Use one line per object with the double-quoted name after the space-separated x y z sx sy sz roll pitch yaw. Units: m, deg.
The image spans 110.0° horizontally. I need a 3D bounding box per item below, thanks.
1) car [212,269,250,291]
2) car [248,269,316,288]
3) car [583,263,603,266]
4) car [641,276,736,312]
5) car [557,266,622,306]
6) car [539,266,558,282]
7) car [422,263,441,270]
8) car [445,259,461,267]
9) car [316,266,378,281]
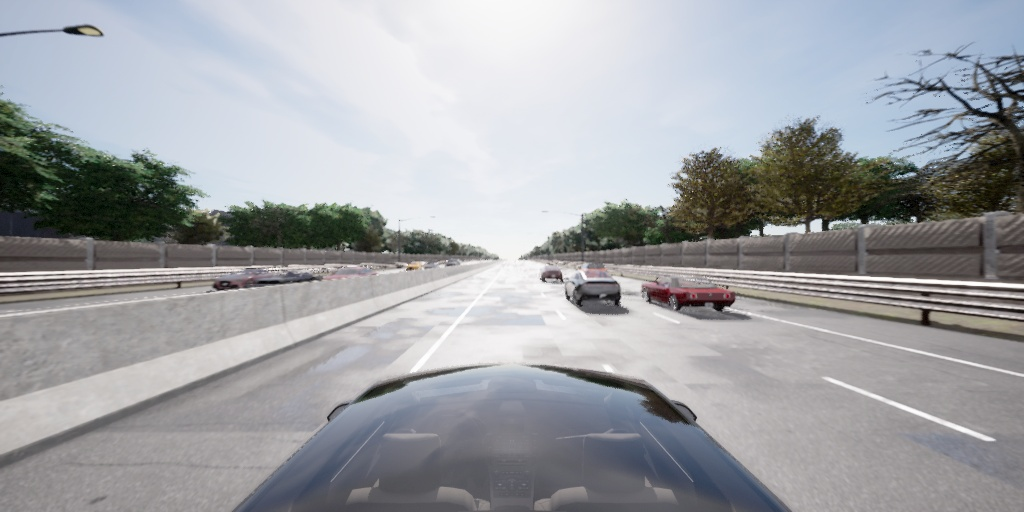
-17.590 1.553 23.967 1.994 1.385 4.181 0 -1 0 "car"
-14.093 1.580 22.957 1.895 1.301 4.718 0 -1 0 "car"
7.109 1.420 32.015 2.097 1.767 4.553 0 -1 0 "car"
7.104 1.496 15.123 1.895 1.301 4.718 0 -1 0 "car"
3.604 1.404 16.645 2.128 1.511 4.902 0 -1 0 "car"
3.610 1.607 33.369 1.812 1.442 4.674 0 -1 0 "car"
-13.997 1.921 63.818 1.994 1.385 4.181 0 0 0 "car"
-10.494 1.586 64.594 2.150 2.045 5.566 0 0 0 "car"
-10.591 1.466 23.882 1.882 1.535 5.008 0 -1 0 "car"
